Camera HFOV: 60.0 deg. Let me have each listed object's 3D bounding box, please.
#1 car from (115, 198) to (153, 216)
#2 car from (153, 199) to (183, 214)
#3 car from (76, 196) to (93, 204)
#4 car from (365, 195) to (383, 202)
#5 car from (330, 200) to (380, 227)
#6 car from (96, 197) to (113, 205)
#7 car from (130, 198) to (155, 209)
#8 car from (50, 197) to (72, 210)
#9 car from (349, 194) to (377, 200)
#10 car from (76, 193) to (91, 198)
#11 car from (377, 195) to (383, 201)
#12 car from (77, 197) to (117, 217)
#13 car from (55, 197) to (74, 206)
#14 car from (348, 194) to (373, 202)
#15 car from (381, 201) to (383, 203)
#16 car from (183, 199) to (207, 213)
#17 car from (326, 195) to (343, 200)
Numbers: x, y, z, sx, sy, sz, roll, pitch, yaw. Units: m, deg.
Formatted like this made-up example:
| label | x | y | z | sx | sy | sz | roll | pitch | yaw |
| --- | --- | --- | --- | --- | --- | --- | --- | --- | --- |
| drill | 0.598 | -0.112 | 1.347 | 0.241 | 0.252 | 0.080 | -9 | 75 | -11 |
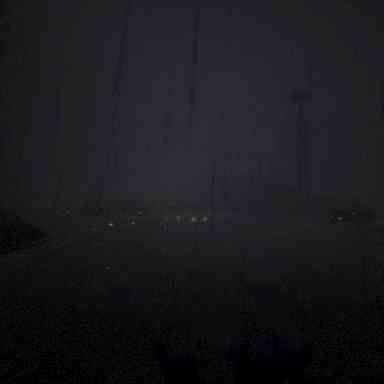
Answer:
| label | x | y | z | sx | sy | sz | roll | pitch | yaw |
| --- | --- | --- | --- | --- | --- | --- | --- | --- | --- |
| car | -6.251 | 1.553 | 33.336 | 2.033 | 1.411 | 5.357 | 0 | 0 | -33 |
| car | -3.265 | 1.474 | 35.167 | 1.882 | 1.535 | 5.008 | 0 | 0 | -33 |
| car | -13.742 | 1.586 | 44.981 | 1.994 | 1.385 | 4.181 | 0 | 0 | -33 |
| car | 39.299 | 1.318 | 70.960 | 1.812 | 1.442 | 4.674 | 0 | 0 | -11 |
| car | 10.995 | 1.485 | 22.639 | 4.674 | 1.442 | 1.812 | 0 | 0 | -44 |
| car | -16.436 | 1.588 | 62.241 | 1.994 | 1.385 | 4.181 | 0 | 0 | -33 |
| car | -7.132 | 1.566 | 47.650 | 1.994 | 1.385 | 4.181 | 0 | 0 | -33 |
| car | -17.905 | 1.581 | 44.976 | 2.033 | 1.411 | 5.357 | 0 | 0 | -33 |
| car | 33.019 | 1.234 | 63.948 | 2.097 | 1.767 | 4.553 | 0 | 0 | -4 |
| car | -19.601 | 1.251 | 60.700 | 2.150 | 2.045 | 5.566 | 0 | 0 | -33 |
| car | 36.482 | 1.096 | 60.211 | 2.150 | 2.045 | 5.566 | 0 | 0 | 3 |
| car | -9.021 | 1.519 | 31.174 | 1.837 | 1.490 | 4.892 | 0 | 0 | -33 |
| car | -22.656 | 1.589 | 58.984 | 2.033 | 1.411 | 5.357 | 0 | 0 | -33 |
| car | 35.767 | 1.292 | 70.799 | 1.882 | 1.535 | 5.008 | 0 | 0 | -14 |
| car | 13.089 | 1.432 | 19.799 | 5.008 | 1.535 | 1.882 | 0 | 0 | -44 |
| car | -0.244 | 1.512 | 36.942 | 1.812 | 1.442 | 4.674 | 0 | 0 | -33 |
| car | 31.401 | 1.431 | 73.863 | 1.994 | 1.385 | 4.181 | 0 | 0 | -18 |
